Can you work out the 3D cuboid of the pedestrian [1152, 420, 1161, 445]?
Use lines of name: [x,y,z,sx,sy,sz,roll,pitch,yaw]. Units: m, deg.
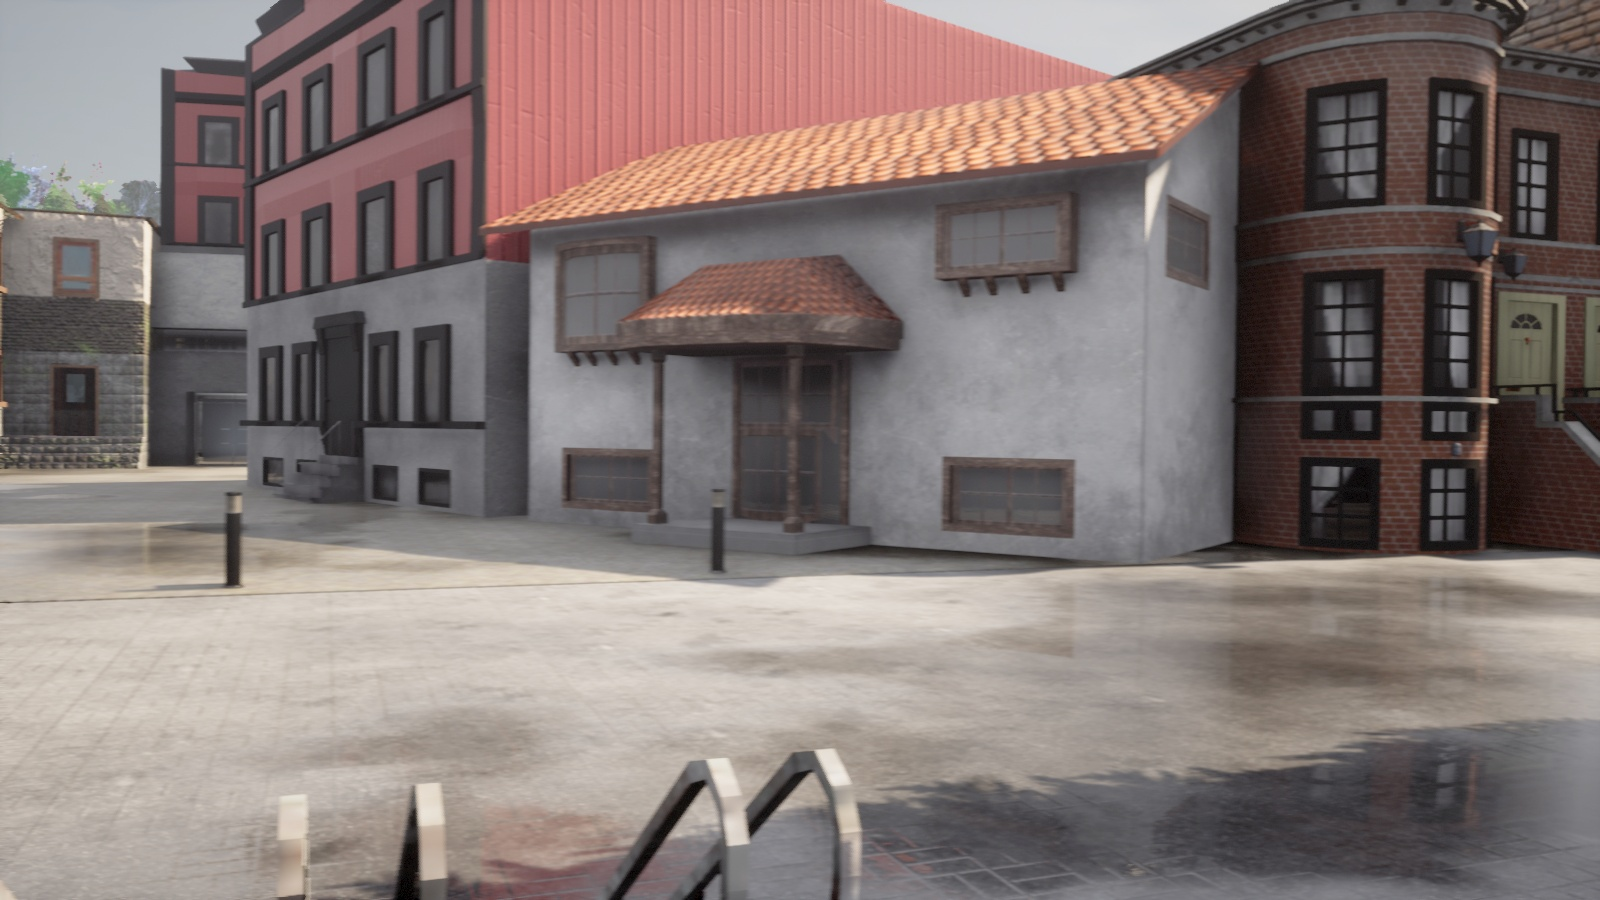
pedestrian: [26.329,-1.285,92.658,0.345,1.836,0.594,-1,1,-20]
